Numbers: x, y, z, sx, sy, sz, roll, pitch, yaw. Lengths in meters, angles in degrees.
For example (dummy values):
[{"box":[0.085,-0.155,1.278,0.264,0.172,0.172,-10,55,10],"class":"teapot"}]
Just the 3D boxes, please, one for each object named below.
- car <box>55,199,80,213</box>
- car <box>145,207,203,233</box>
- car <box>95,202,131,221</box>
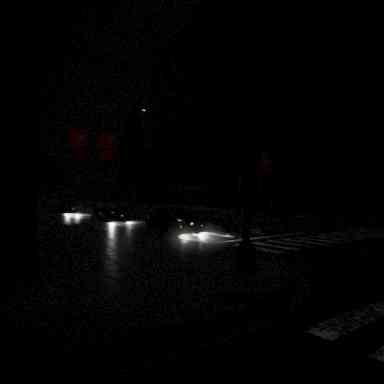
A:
[{"box":[-14.719,1.633,39.253,2.128,1.511,4.902,0,0,-36],"class":"car"},{"box":[-1.169,1.619,20.372,1.994,1.385,4.181,0,0,-36],"class":"car"},{"box":[-6.904,1.619,28.359,1.812,1.442,4.674,0,0,-36],"class":"car"}]
